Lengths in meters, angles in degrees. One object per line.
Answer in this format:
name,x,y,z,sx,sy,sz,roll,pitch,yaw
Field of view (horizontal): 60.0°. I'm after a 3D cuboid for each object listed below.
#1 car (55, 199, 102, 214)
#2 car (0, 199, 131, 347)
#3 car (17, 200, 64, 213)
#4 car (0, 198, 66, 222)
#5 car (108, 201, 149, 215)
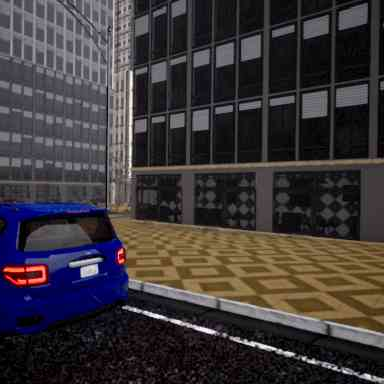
car,-13.556,1.664,39.989,2.128,1.511,4.902,1,1,36
car,-3.660,1.216,6.293,5.566,2.045,2.150,0,0,35
car,-17.604,1.630,38.875,1.752,1.417,4.829,1,0,36
car,-14.106,1.509,29.500,2.192,1.841,5.009,1,0,36
car,-7.309,1.820,38.712,1.752,1.417,4.829,1,0,36
